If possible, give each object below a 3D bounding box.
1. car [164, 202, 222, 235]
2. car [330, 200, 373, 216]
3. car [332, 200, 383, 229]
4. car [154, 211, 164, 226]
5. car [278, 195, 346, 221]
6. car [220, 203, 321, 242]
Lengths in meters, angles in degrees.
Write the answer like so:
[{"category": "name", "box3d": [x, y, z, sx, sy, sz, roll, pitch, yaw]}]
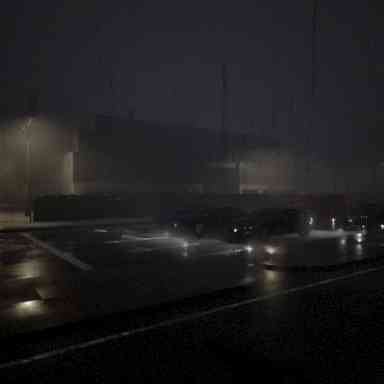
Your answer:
[{"category": "car", "box3d": [1.137, 1.505, 18.758, 4.892, 1.490, 1.837, 0, 0, -34]}, {"category": "car", "box3d": [16.032, 1.526, 33.257, 4.674, 1.442, 1.812, 0, 0, -35]}, {"category": "car", "box3d": [11.714, 1.492, 21.747, 4.902, 1.511, 2.128, 0, 0, -35]}, {"category": "car", "box3d": [-0.141, 1.478, 22.123, 5.008, 1.535, 1.882, 0, 0, -34]}, {"category": "car", "box3d": [9.160, 1.221, 24.235, 5.566, 2.045, 2.150, 0, 0, -35]}, {"category": "car", "box3d": [3.970, 1.505, 16.464, 4.892, 1.490, 1.837, 0, 0, -34]}]
